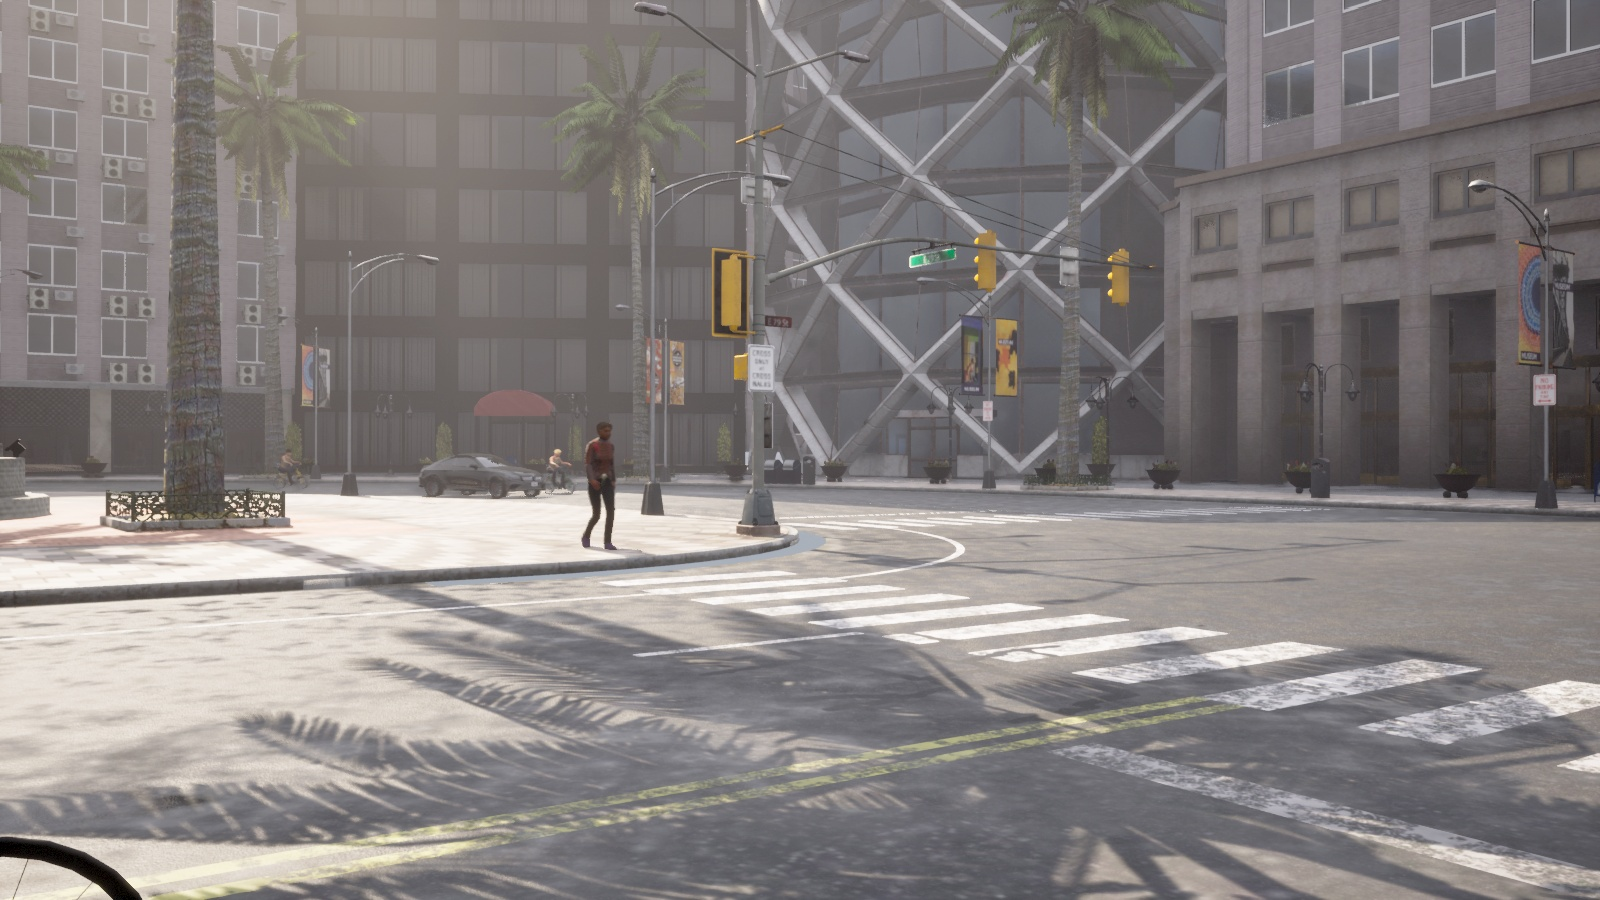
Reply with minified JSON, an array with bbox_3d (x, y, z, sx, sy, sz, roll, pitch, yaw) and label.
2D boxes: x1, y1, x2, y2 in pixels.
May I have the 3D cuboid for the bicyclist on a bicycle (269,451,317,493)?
[{"bbox_3d":[-19.826,0.843,49.081,1.509,1.612,0.866,0,0,11],"label":"bicyclist on a bicycle"}]

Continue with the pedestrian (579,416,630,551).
[{"bbox_3d":[-2.690,0.449,17.255,0.328,1.805,0.869,0,0,-36],"label":"pedestrian"}]

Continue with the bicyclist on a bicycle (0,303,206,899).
[{"bbox_3d":[-2.110,0.625,2.206,1.843,1.776,0.659,0,0,-35],"label":"bicyclist on a bicycle"}]

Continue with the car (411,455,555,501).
[{"bbox_3d":[-10.584,0.895,41.841,4.674,1.442,1.812,0,0,29],"label":"car"}]

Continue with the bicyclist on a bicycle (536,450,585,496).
[{"bbox_3d":[-8.496,0.809,44.628,1.509,1.612,0.866,0,0,32],"label":"bicyclist on a bicycle"}]
